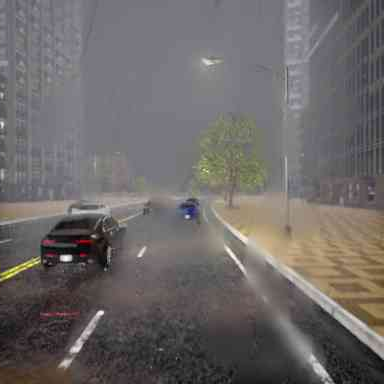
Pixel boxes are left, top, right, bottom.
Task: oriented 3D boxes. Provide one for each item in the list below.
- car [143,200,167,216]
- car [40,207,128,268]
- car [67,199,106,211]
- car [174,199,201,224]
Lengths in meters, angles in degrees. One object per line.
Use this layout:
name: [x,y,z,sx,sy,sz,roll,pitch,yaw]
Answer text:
car: [-3.508,1.465,31.712,1.812,1.442,4.674,0,0,1]
car: [-3.368,1.485,11.163,1.837,1.490,4.892,0,0,-1]
car: [-7.003,1.485,23.272,1.812,1.442,4.674,0,0,0]
car: [-0.319,1.475,24.365,1.812,1.442,4.674,0,0,0]
